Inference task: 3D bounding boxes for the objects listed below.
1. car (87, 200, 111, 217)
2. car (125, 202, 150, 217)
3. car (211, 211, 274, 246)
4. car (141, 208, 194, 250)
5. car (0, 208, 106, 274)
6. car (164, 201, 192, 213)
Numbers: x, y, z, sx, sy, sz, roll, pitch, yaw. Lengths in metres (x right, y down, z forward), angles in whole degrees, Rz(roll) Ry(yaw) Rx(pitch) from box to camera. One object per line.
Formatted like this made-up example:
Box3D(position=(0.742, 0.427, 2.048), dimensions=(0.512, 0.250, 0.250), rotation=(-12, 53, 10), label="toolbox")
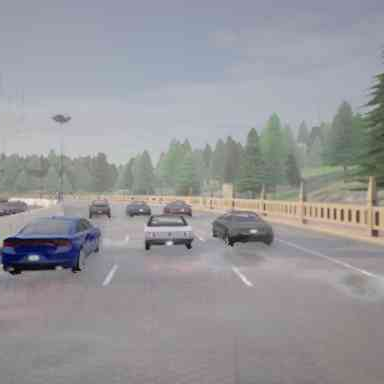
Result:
Box3D(position=(-8.610, 1.522, 30.883), dimensions=(2.128, 1.511, 4.902), rotation=(0, 0, -17), label="car")
Box3D(position=(-5.109, 1.584, 31.368), dimensions=(1.994, 1.385, 4.181), rotation=(0, 0, -17), label="car")
Box3D(position=(2.195, 1.559, 15.418), dimensions=(1.994, 1.385, 4.181), rotation=(0, 0, -9), label="car")
Box3D(position=(-1.158, 1.606, 14.538), dimensions=(1.895, 1.301, 4.718), rotation=(0, 0, -8), label="car")
Box3D(position=(-4.209, 1.492, 10.764), dimensions=(1.882, 1.535, 5.008), rotation=(0, 0, -6), label="car")
Box3D(position=(-1.422, 1.573, 31.262), dimensions=(1.994, 1.385, 4.181), rotation=(0, 0, -17), label="car")
